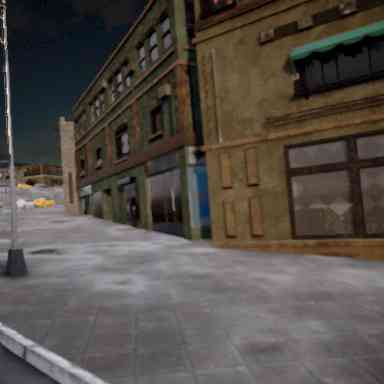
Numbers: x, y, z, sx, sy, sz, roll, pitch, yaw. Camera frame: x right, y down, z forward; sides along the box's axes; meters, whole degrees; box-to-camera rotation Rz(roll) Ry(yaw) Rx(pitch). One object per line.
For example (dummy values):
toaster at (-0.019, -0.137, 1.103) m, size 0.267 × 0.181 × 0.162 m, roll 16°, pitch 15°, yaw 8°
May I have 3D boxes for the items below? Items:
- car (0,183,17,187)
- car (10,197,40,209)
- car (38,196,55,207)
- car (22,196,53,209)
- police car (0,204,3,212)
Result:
car at (-45.967, -1.357, 80.627) m, size 2.002 × 1.452 × 4.674 m, roll -6°, pitch -3°, yaw 30°
car at (-24.410, 1.808, 48.078) m, size 1.812 × 1.442 × 4.674 m, roll -4°, pitch 0°, yaw 1°
car at (-24.078, 1.725, 53.796) m, size 1.882 × 1.535 × 5.008 m, roll -5°, pitch 0°, yaw 6°
car at (-27.662, 1.805, 59.767) m, size 2.150 × 2.045 × 5.566 m, roll -5°, pitch -1°, yaw 11°
police car at (-23.719, 1.727, 38.667) m, size 1.930 × 1.638 × 5.238 m, roll -4°, pitch 1°, yaw -9°
